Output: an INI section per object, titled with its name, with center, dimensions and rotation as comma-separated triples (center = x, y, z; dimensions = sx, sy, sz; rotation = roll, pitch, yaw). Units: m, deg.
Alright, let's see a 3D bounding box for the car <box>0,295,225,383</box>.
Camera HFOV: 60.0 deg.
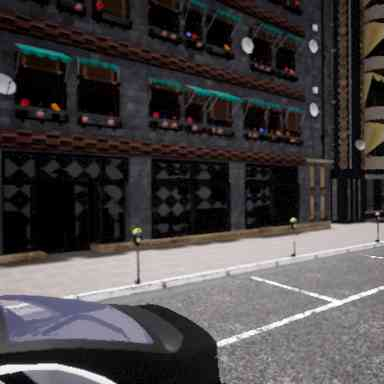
[car]
center = -1.976, 1.491, 1.653
dimensions = 4.902, 1.511, 2.128
rotation = 0, 0, -35
